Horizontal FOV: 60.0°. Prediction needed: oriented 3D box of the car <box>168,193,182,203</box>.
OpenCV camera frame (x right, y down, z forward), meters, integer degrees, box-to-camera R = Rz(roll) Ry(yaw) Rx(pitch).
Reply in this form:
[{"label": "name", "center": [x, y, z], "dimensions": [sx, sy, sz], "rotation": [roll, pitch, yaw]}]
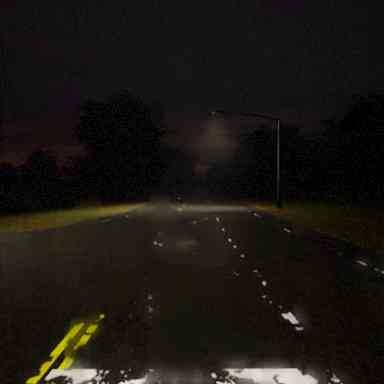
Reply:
[{"label": "car", "center": [-2.582, 0.895, 50.866], "dimensions": [1.837, 1.490, 4.892], "rotation": [0, 1, 2]}]
